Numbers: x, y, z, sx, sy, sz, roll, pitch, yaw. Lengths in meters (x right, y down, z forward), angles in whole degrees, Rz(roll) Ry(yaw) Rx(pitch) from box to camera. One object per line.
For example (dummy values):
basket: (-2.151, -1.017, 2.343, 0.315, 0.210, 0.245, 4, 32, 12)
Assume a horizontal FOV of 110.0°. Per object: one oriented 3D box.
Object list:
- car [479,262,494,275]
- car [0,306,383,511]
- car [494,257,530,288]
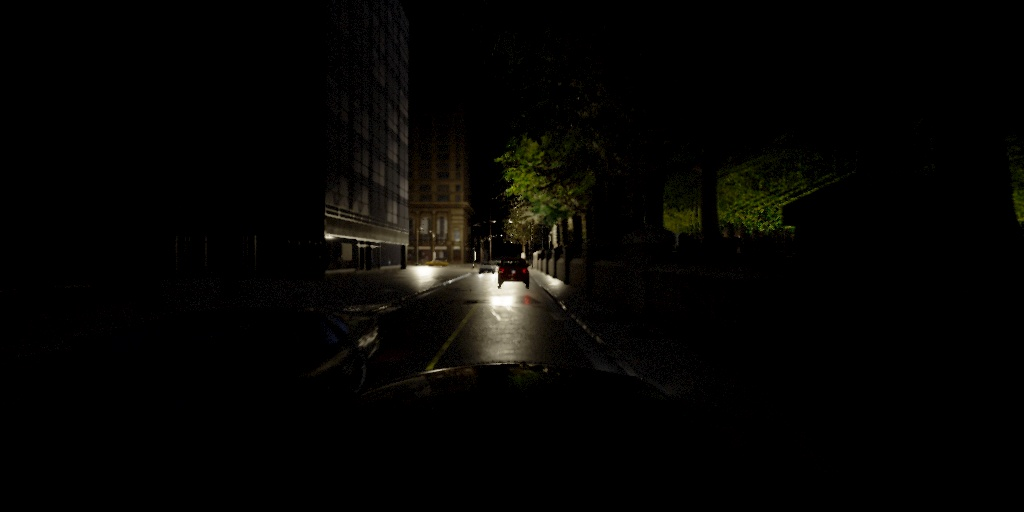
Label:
car: (-3.071, 1.516, 44.698, 1.812, 1.442, 4.674, 0, 0, 0)
car: (-3.101, 1.310, 3.826, 2.033, 1.411, 5.357, 0, 0, 0)
car: (0.109, 1.116, 25.625, 2.150, 2.045, 5.566, 0, 0, 0)
